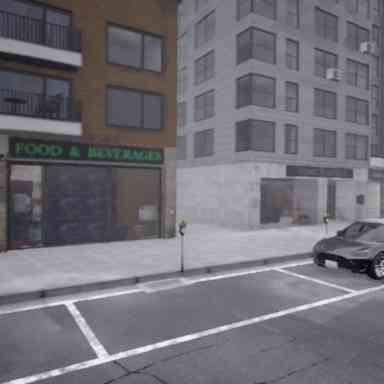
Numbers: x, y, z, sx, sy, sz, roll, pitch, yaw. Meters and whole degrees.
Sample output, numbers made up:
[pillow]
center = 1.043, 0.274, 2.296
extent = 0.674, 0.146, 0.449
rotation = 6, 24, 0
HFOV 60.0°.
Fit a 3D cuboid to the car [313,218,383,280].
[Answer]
[car]
center = 5.424, 1.469, 9.600
extent = 4.313, 1.339, 1.947
rotation = 0, 1, -31
